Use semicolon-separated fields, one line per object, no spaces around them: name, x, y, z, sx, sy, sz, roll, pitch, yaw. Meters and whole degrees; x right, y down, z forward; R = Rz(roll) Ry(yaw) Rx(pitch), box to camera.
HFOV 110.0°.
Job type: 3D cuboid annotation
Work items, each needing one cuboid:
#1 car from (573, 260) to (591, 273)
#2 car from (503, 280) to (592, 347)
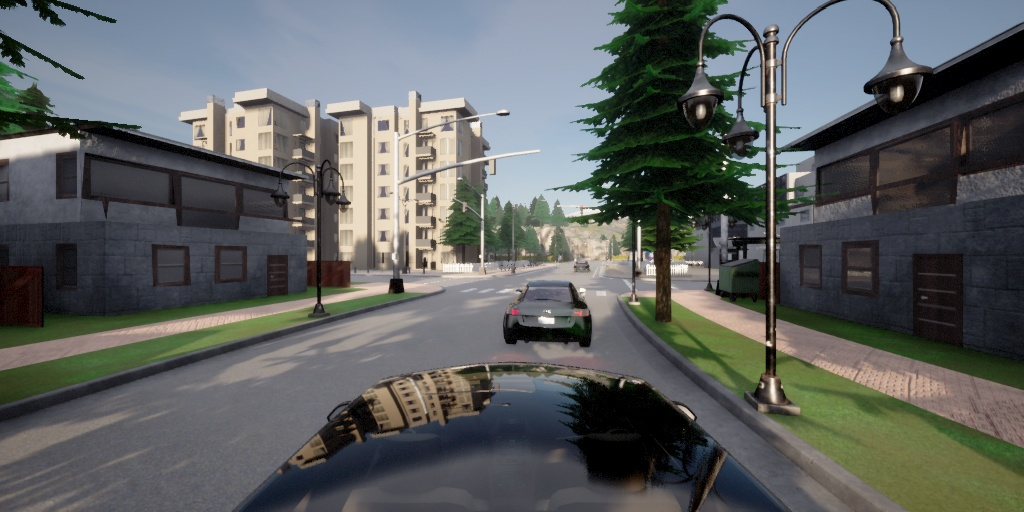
car;8.778;1.276;44.965;2.128;1.511;4.902;0;0;14
car;1.005;1.314;9.431;1.994;1.385;4.181;0;0;8
